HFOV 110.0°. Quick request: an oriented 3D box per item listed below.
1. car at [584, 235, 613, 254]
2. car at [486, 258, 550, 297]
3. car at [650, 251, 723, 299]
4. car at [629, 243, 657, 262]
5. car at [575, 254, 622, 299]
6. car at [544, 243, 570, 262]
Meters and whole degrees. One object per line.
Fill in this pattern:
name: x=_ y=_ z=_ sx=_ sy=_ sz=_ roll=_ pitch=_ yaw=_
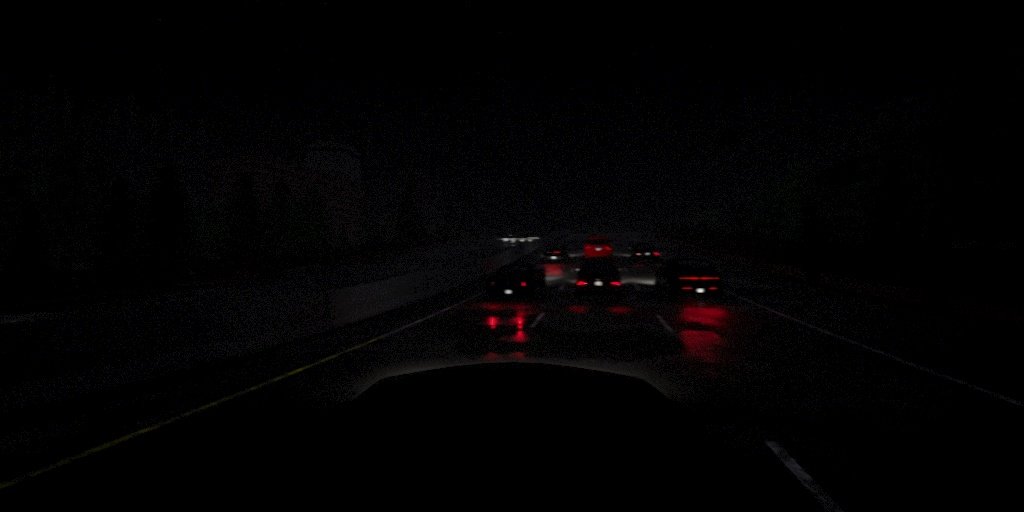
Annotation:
car: x=7.258 y=-0.710 z=30.119 sx=2.150 sy=2.045 sz=5.566 roll=-1 pitch=6 yaw=14
car: x=0.374 y=1.010 z=16.484 sx=1.895 sy=1.301 sz=4.718 roll=-1 pitch=3 yaw=14
car: x=7.217 y=0.806 z=15.001 sx=1.837 sy=1.490 sz=4.892 roll=-1 pitch=4 yaw=14
car: x=10.538 y=-0.374 z=28.793 sx=2.033 sy=1.411 sz=5.357 roll=-1 pitch=6 yaw=13
car: x=3.746 y=0.913 z=15.542 sx=2.033 sy=1.411 sz=5.357 roll=-1 pitch=3 yaw=14
car: x=3.925 y=-0.394 z=31.196 sx=1.837 sy=1.490 sz=4.892 roll=-1 pitch=6 yaw=14
